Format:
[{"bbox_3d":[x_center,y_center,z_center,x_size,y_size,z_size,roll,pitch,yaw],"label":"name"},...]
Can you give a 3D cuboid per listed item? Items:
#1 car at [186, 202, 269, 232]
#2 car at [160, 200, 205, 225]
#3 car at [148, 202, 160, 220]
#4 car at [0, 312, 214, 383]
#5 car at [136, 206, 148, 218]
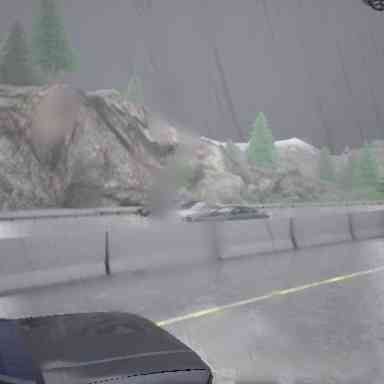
[{"bbox_3d":[2.110,1.419,17.505,4.181,1.385,1.994,-1,0,-30],"label":"car"},{"bbox_3d":[0.666,1.372,20.742,4.674,1.442,1.812,-1,0,-30],"label":"car"},{"bbox_3d":[-0.394,1.338,24.153,4.892,1.490,1.837,-1,0,-29],"label":"car"},{"bbox_3d":[-2.361,1.557,2.047,5.357,1.411,2.033,-1,0,-35],"label":"car"},{"bbox_3d":[-1.850,1.372,27.388,5.357,1.411,2.033,-1,0,-29],"label":"car"}]
